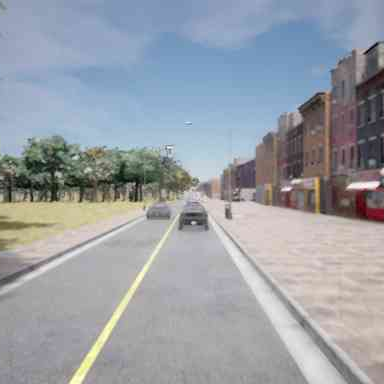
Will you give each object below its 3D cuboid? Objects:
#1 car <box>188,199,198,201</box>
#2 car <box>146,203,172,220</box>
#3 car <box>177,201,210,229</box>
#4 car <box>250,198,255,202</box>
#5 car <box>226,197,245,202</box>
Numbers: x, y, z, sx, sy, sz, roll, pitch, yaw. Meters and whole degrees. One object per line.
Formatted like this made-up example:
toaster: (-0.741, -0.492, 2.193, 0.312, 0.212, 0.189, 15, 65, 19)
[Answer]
car: (0.110, 1.668, 43.024, 2.128, 1.511, 4.902, 0, 0, 0)
car: (-2.839, 1.660, 29.037, 1.994, 1.385, 4.181, 0, 0, 0)
car: (0.107, 1.565, 21.920, 1.837, 1.490, 4.892, 0, 0, 0)
car: (15.983, 1.703, 79.779, 4.206, 1.307, 1.802, -1, 1, 0)
car: (10.451, 1.791, 79.782, 4.403, 1.369, 2.008, -1, 1, 0)
